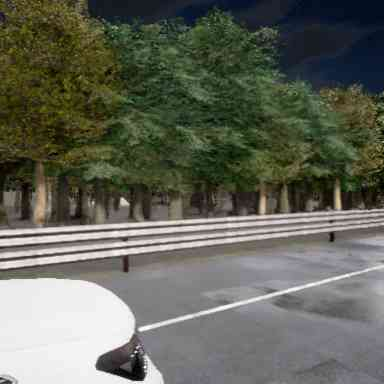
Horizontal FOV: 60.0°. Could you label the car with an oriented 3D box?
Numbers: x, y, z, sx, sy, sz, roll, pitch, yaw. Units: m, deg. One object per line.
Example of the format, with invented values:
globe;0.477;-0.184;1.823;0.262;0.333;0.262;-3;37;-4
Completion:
car;-2.877;1.214;1.747;5.566;2.045;2.150;0;0;-35
